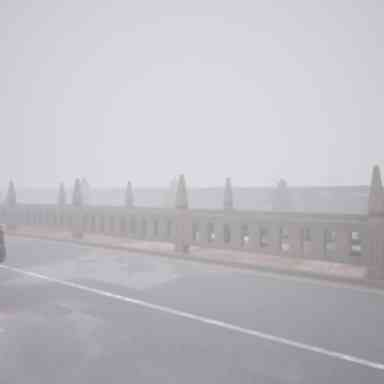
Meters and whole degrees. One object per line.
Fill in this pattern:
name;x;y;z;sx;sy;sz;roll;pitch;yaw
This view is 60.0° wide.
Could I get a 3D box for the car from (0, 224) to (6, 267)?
car;-7.375;1.231;9.206;5.566;2.045;2.150;0;0;35
